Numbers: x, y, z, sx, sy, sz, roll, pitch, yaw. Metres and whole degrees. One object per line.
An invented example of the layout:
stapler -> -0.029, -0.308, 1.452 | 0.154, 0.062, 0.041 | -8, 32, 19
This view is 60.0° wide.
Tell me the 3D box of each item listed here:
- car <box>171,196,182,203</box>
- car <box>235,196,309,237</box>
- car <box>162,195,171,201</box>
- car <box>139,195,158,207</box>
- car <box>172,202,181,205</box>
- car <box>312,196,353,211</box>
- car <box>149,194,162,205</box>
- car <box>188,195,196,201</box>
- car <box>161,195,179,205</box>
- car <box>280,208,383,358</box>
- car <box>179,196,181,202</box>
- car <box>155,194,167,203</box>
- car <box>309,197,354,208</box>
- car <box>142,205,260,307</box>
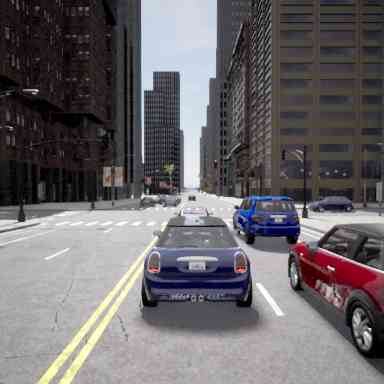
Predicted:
car -> -3.261, 1.545, 71.460 | 2.033, 1.411, 5.357 | 0, 0, 0
car -> 3.349, 1.222, 15.877 | 2.150, 2.045, 5.566 | 0, 0, -2
car -> -6.513, 1.525, 85.493 | 2.128, 1.511, 4.902 | 0, 0, 0
car -> -6.642, 1.506, 49.668 | 1.837, 1.490, 4.892 | 0, -1, 2
car -> 0.090, 1.491, 17.062 | 2.128, 1.511, 4.902 | 0, 0, 0
car -> 16.673, 1.350, 39.621 | 4.097, 1.590, 1.967 | 0, 1, 0
car -> -6.583, 1.566, 60.568 | 1.994, 1.385, 4.181 | 0, 0, 0
car -> -0.012, 1.513, 84.639 | 1.837, 1.490, 4.892 | 0, 0, 0
car -> -3.247, 1.524, 49.264 | 1.812, 1.442, 4.674 | 0, 0, -2
car -> 3.344, 1.353, 6.166 | 2.097, 1.767, 4.553 | 0, 0, 0
car -> -3.330, 1.527, 60.972 | 1.812, 1.442, 4.674 | 0, 0, 0
car -> -6.511, 1.361, 70.878 | 2.097, 1.767, 4.553 | 0, 0, 0
car -> 15.347, 1.302, 36.920 | 4.553, 1.767, 2.097 | 0, 1, -1
car -> 0.094, 1.353, 8.125 | 2.097, 1.767, 4.553 | 0, 0, 0
